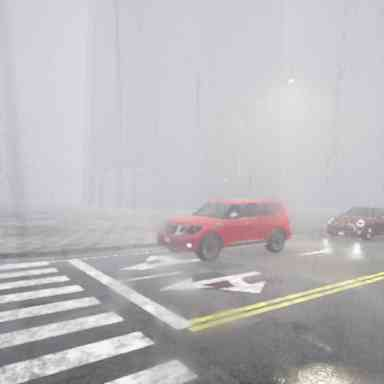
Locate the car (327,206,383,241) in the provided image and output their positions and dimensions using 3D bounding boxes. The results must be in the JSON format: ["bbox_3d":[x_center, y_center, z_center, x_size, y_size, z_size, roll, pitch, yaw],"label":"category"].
[{"bbox_3d":[9.538,1.596,18.452,4.553,1.767,2.097,1,0,-35],"label":"car"}]

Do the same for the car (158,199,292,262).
[{"bbox_3d":[1.445,1.283,12.692,5.566,2.045,2.150,1,0,-35],"label":"car"}]
